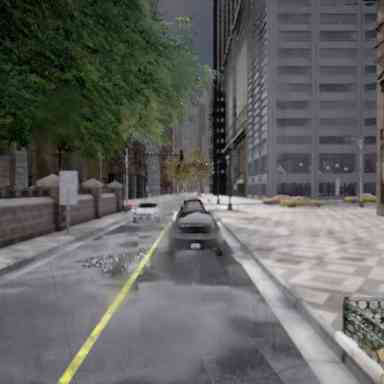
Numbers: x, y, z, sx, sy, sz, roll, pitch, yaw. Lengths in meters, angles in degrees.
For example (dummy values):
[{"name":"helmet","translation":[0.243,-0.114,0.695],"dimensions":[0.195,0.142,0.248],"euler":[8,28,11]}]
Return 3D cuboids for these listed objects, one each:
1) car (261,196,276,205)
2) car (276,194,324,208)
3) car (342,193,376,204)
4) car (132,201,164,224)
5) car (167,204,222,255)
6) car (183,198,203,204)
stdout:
[{"name":"car","translation":[12.040,1.021,46.014],"dimensions":[4.829,1.417,1.752],"euler":[-1,1,0]},{"name":"car","translation":[12.357,1.090,37.488],"dimensions":[4.829,1.417,1.752],"euler":[-1,1,0]},{"name":"car","translation":[23.381,0.836,45.969],"dimensions":[4.829,1.417,1.752],"euler":[-1,1,0]},{"name":"car","translation":[-3.023,1.374,23.745],"dimensions":[1.812,1.442,4.674],"euler":[0,0,1]},{"name":"car","translation":[0.101,1.420,12.825],"dimensions":[1.837,1.490,4.892],"euler":[0,1,0]},{"name":"car","translation":[0.069,1.268,25.540],"dimensions":[2.033,1.649,4.856],"euler":[0,0,0]}]
